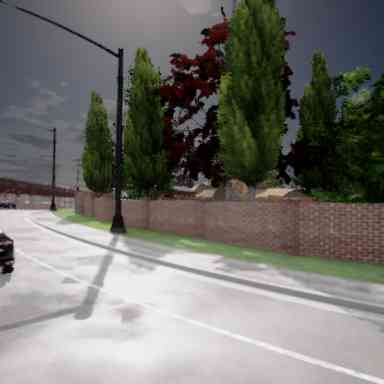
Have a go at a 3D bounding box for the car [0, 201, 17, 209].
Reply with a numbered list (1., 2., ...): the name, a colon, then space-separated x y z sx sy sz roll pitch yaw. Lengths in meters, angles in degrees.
1. car: -33.452 2.377 60.500 1.837 1.490 4.892 1 -3 -9

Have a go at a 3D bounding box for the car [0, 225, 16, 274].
1. car: -6.645 1.473 9.729 2.128 1.511 4.902 1 0 -42
